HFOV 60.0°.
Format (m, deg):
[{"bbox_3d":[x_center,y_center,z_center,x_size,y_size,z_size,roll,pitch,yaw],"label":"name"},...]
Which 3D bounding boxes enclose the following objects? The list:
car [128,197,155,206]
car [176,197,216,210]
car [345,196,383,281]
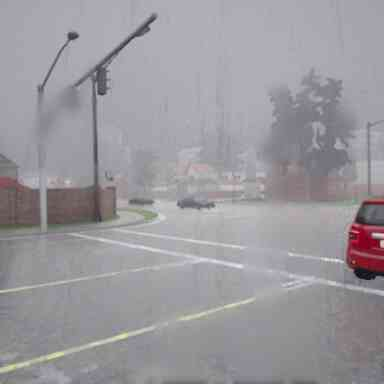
[{"bbox_3d":[-7.238,1.293,47.519,1.895,1.301,4.718,-2,1,-37],"label":"car"},{"bbox_3d":[0.325,1.223,37.465,2.033,1.411,5.357,-2,1,-37],"label":"car"},{"bbox_3d":[5.967,1.091,8.387,5.566,2.045,2.150,-1,1,-41],"label":"car"}]
